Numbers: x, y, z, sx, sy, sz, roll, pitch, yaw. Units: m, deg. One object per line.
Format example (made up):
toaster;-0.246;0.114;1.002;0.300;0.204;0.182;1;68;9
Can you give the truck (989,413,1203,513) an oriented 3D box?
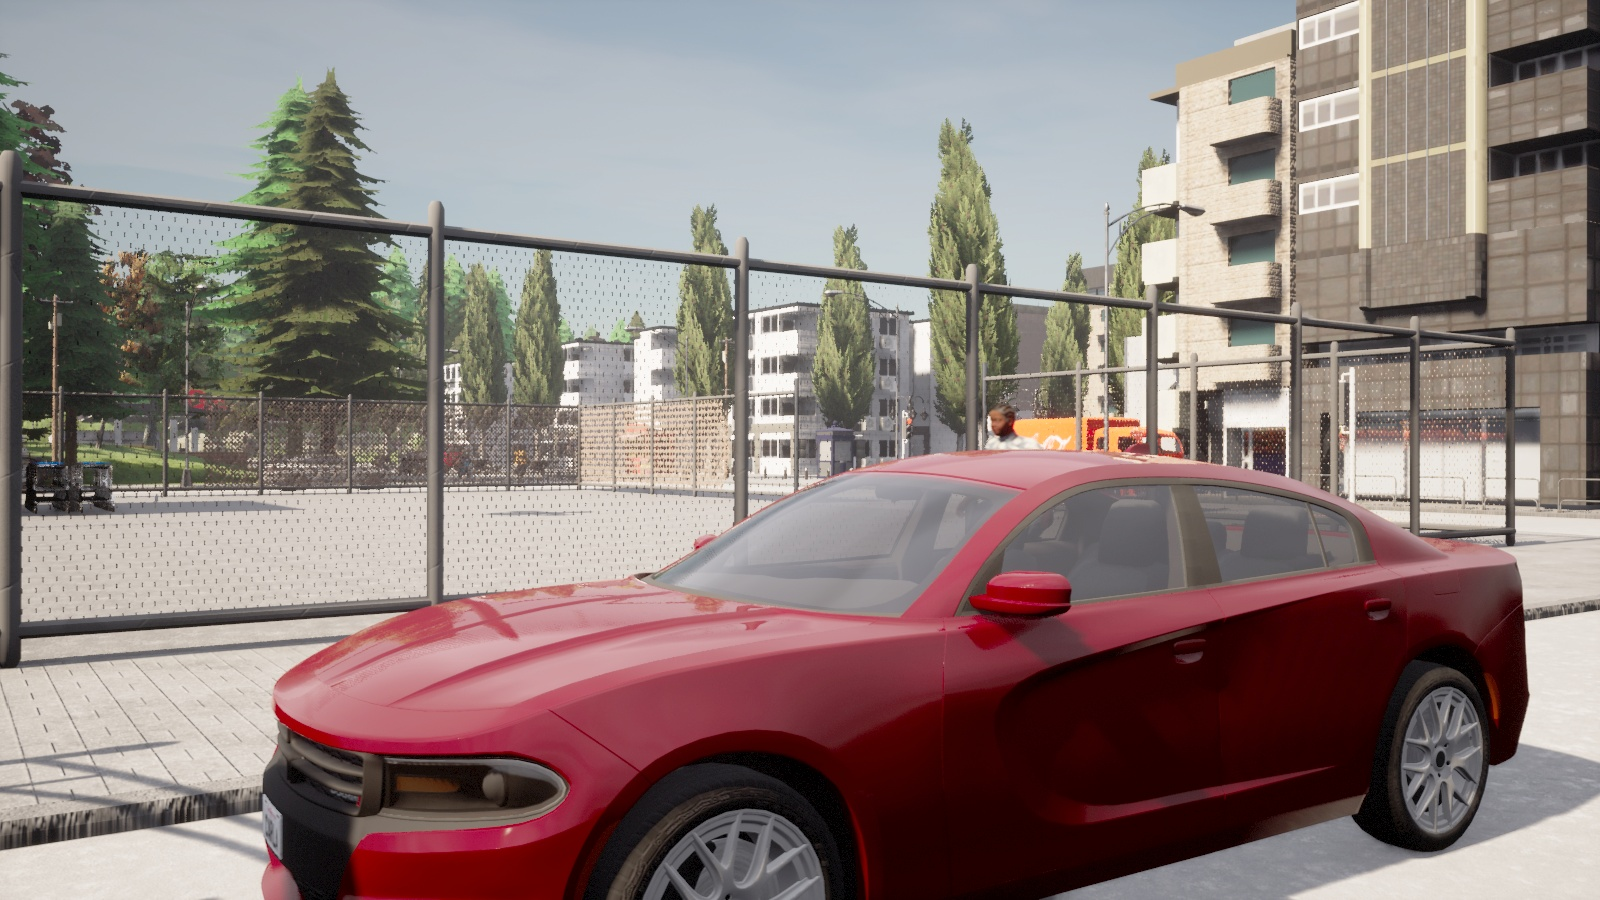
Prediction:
truck;7.874;0.331;33.939;2.627;2.467;5.204;0;0;-34

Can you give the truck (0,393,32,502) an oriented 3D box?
truck;-28.842;-0.079;39.420;7.936;3.462;2.891;0;0;-35

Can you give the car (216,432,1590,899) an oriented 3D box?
car;0.694;0.733;4.696;5.008;1.535;1.882;0;0;-33

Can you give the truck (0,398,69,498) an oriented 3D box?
truck;-30.023;-0.067;43.466;7.936;3.462;2.891;0;0;-35

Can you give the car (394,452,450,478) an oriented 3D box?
car;-24.144;0.929;80.153;2.033;1.649;4.856;0;0;-35

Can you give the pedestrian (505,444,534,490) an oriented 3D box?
pedestrian;-11.505;0.681;51.500;0.874;1.855;0.900;0;0;-35

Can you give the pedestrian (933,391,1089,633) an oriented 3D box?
pedestrian;1.708;0.478;10.222;0.900;1.855;0.874;0;0;-31

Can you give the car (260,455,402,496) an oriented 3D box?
car;-17.592;0.927;47.191;4.674;1.442;1.812;0;0;-35
